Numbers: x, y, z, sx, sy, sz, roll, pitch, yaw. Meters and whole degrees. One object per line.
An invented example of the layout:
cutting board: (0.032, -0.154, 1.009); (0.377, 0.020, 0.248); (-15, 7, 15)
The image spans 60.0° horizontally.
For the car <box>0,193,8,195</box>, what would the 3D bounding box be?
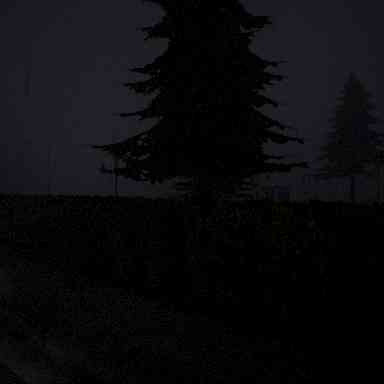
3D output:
car: (-23.711, 1.330, 41.282); (5.027, 1.636, 2.152); (0, 0, -45)

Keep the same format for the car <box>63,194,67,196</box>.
car: (-31.908, 1.231, 85.939); (3.806, 1.475, 1.970); (0, 0, -45)

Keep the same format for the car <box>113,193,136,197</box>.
car: (-10.306, 1.384, 54.272); (3.806, 1.475, 1.970); (0, 0, -45)

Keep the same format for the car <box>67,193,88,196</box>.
car: (-27.175, 1.153, 81.593); (5.027, 1.636, 2.152); (0, 0, -45)

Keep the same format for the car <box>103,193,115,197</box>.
car: (-15.867, 1.097, 70.694); (4.605, 1.855, 1.932); (0, 0, -45)

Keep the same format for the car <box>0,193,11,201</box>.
car: (-41.765, 1.097, 71.634); (4.605, 1.855, 1.932); (0, 0, -45)
